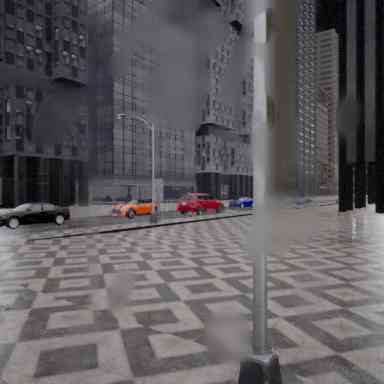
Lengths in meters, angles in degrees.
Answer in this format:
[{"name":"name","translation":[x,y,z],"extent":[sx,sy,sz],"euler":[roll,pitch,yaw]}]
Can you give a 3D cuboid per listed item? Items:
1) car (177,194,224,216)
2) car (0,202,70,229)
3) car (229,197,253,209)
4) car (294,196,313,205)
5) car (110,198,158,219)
[{"name":"car","translation":[0.885,1.181,32.054],"extent":[2.150,2.045,5.566],"euler":[0,0,36]},{"name":"car","translation":[-10.520,1.458,21.882],"extent":[1.882,1.535,5.008],"euler":[0,0,36]},{"name":"car","translation":[6.888,1.419,45.596],"extent":[1.882,1.535,5.008],"euler":[0,0,38]},{"name":"car","translation":[19.177,1.465,57.070],"extent":[2.033,1.411,5.357],"euler":[0,0,37]},{"name":"car","translation":[-5.030,1.320,29.385],"extent":[2.097,1.767,4.553],"euler":[0,0,36]}]
